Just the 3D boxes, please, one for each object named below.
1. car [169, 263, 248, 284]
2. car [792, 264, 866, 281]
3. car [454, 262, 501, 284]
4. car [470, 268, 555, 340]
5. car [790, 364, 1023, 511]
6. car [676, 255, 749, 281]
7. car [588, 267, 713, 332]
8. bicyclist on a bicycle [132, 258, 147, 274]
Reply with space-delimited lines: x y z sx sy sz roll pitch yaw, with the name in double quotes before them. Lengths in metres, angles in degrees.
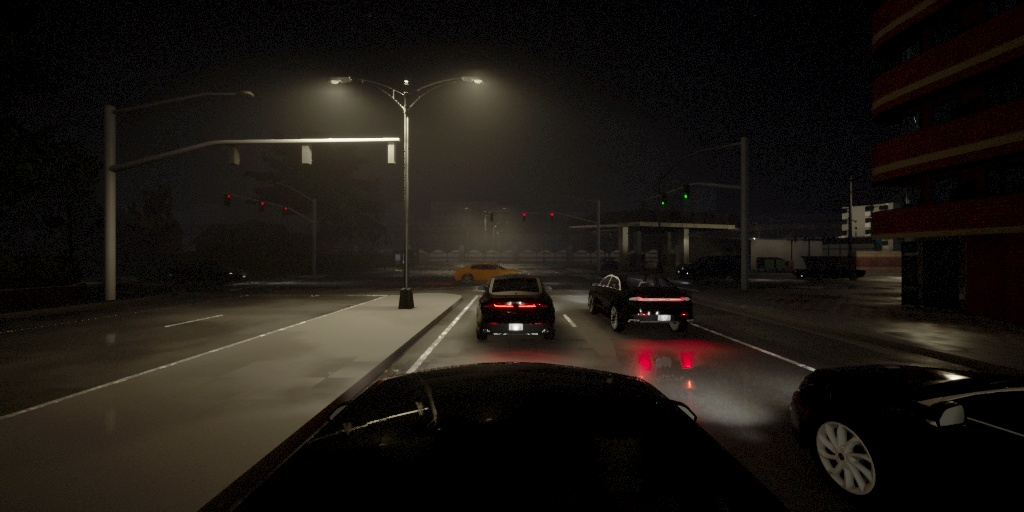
"car" -22.239 1.241 26.412 4.902 1.511 2.128 0 0 -1
"car" 26.420 1.351 30.001 4.718 1.301 1.895 0 0 -1
"car" -1.664 1.227 26.107 5.008 1.535 1.882 0 0 1
"car" 0.096 1.255 10.010 1.837 1.490 4.892 0 0 0
"car" 3.600 1.255 1.457 1.837 1.490 4.892 0 0 0
"car" 16.633 0.972 29.861 5.566 2.045 2.150 0 0 -1
"car" 3.602 1.242 10.865 2.128 1.511 4.902 0 0 0
"bicyclist on a bicycle" -38.228 1.053 36.739 0.582 1.620 1.656 0 0 0
